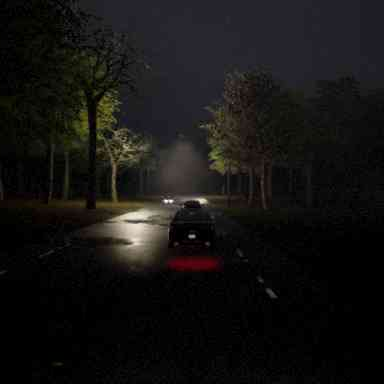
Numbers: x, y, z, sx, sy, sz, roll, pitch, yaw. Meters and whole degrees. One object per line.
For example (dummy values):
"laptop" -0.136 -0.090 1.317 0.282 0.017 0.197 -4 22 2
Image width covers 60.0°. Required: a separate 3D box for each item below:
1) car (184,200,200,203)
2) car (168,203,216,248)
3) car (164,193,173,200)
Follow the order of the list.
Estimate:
"car" 0.000 1.481 29.648 1.837 1.490 4.892 0 0 0
"car" 0.000 1.473 14.650 1.882 1.535 5.008 0 0 0
"car" -5.527 1.024 77.338 2.128 1.511 4.902 0 1 -7
